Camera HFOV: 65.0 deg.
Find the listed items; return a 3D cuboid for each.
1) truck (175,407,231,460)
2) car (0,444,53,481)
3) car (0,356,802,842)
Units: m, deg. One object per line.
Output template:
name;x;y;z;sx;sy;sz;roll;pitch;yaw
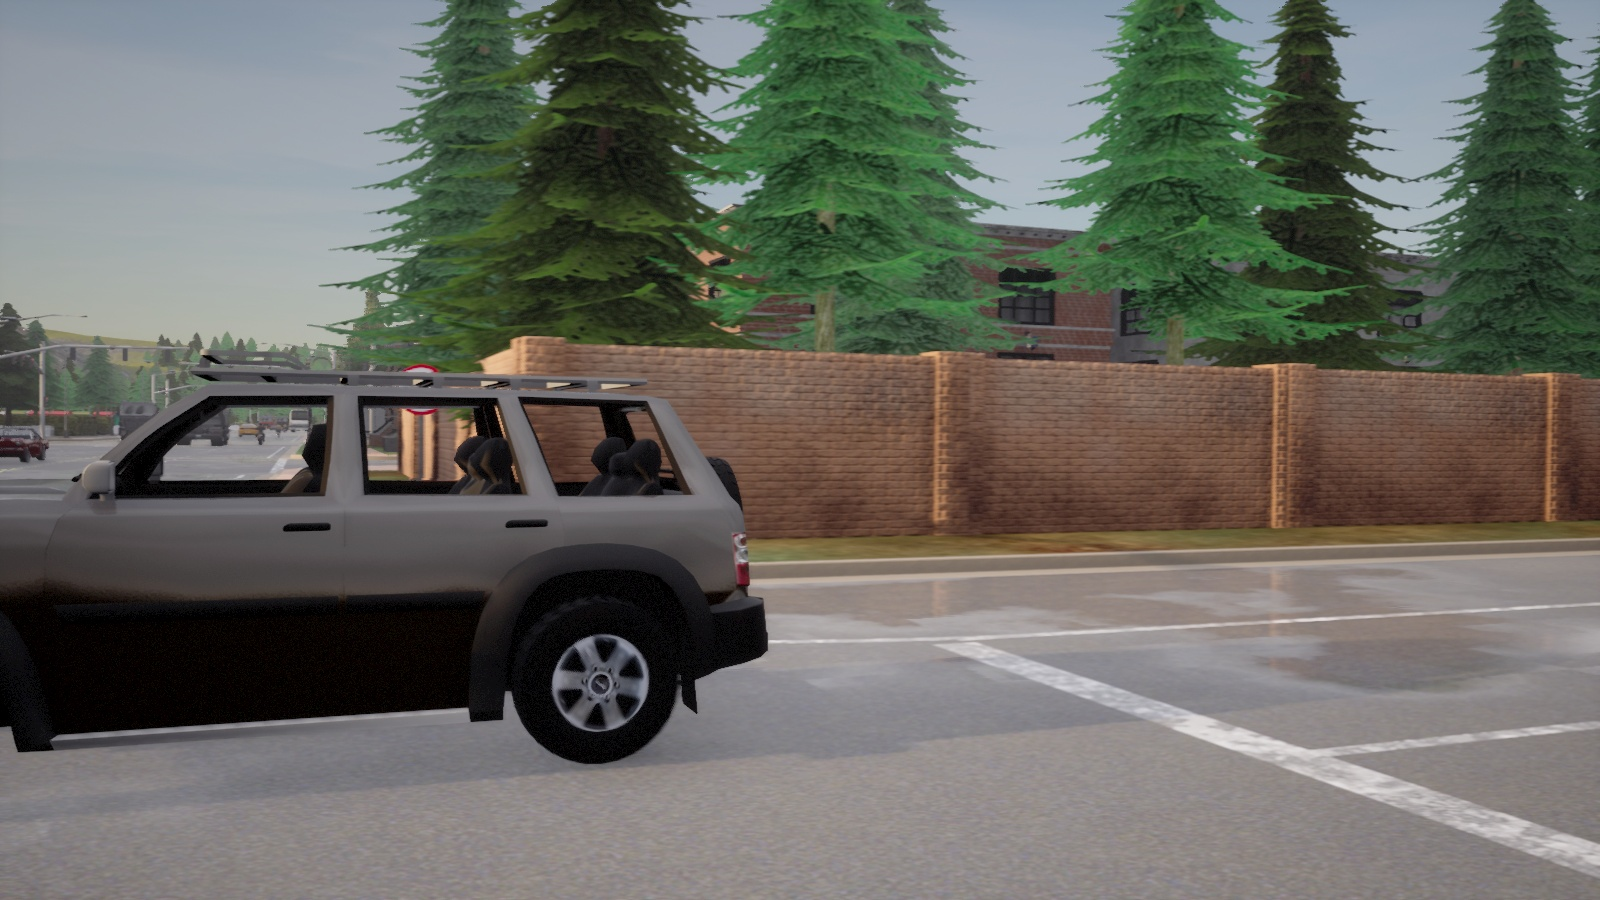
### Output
truck;-41.342;-1.155;87.183;2.891;3.462;7.936;-1;1;-21
car;-29.705;0.451;47.286;1.895;1.301;4.718;-1;1;-21
car;-2.497;0.543;6.033;4.605;1.855;1.932;-1;1;-21
